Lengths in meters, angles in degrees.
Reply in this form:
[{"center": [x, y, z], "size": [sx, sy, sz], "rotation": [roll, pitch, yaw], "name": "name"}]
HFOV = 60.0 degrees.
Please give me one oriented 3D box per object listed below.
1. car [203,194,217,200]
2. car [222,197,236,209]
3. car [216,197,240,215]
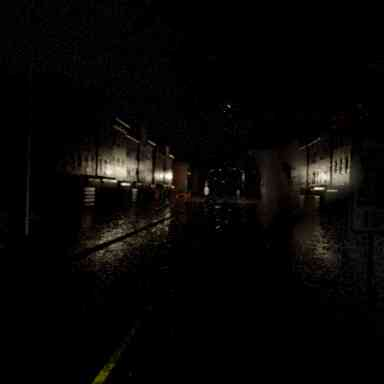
[{"center": [3.059, 1.160, 51.759], "size": [1.994, 1.385, 4.181], "rotation": [2, 0, 7], "name": "car"}, {"center": [5.473, 1.507, 48.363], "size": [1.882, 1.535, 5.008], "rotation": [2, 0, 7], "name": "car"}, {"center": [3.929, 1.513, 34.673], "size": [2.128, 1.511, 4.902], "rotation": [2, 0, 6], "name": "car"}]
